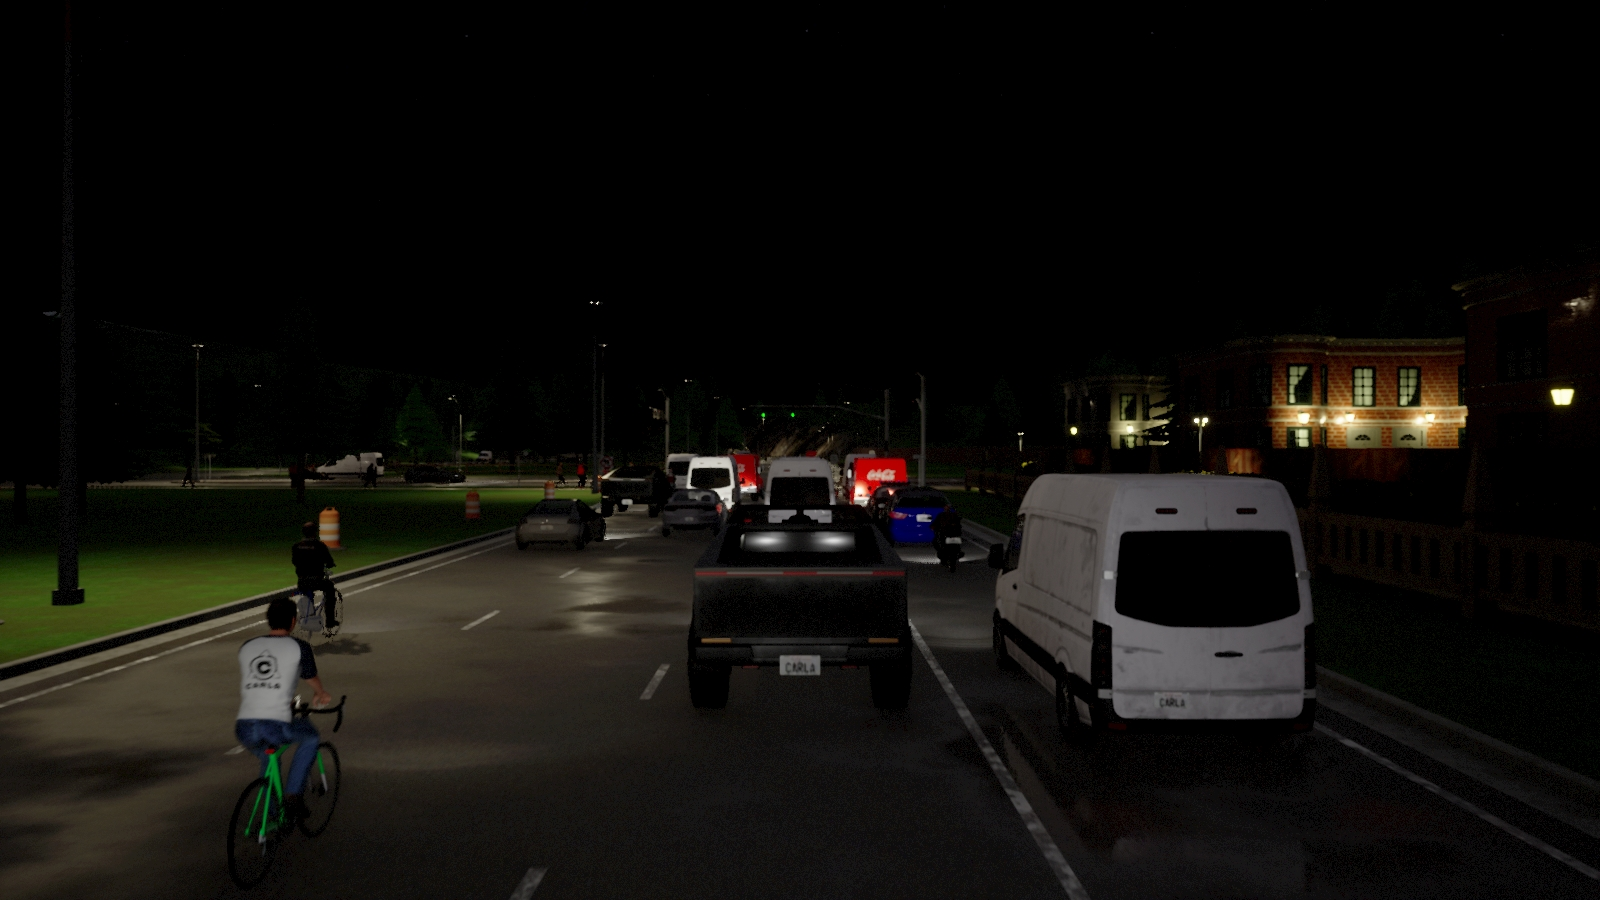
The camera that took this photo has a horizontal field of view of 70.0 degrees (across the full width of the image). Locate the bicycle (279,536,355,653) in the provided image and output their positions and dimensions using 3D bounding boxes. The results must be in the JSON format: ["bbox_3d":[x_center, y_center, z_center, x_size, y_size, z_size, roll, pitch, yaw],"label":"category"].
[{"bbox_3d":[-7.004,2.058,16.635,0.329,1.471,1.835,0,0,0],"label":"bicycle"}]

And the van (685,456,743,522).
[{"bbox_3d":[-3.504,1.529,47.472,1.988,2.561,5.915,0,0,0],"label":"van"}]

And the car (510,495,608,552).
[{"bbox_3d":[-6.999,2.115,33.645,1.994,1.385,4.181,0,0,0],"label":"car"}]

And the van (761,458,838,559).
[{"bbox_3d":[-0.003,1.532,32.511,1.988,2.561,5.915,0,0,0],"label":"van"}]

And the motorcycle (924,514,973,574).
[{"bbox_3d":[3.501,2.202,27.123,0.867,1.251,2.209,0,0,0],"label":"motorcycle"}]

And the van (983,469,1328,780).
[{"bbox_3d":[3.496,1.533,12.675,1.988,2.561,5.915,0,0,0],"label":"van"}]

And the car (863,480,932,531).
[{"bbox_3d":[3.501,1.978,42.122,2.097,1.638,5.238,0,0,0],"label":"car"}]

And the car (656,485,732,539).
[{"bbox_3d":[-3.494,2.030,38.562,2.097,1.535,5.006,0,0,0],"label":"car"}]

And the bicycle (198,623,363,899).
[{"bbox_3d":[-3.499,2.055,7.820,0.373,1.496,1.643,0,0,0],"label":"bicycle"}]

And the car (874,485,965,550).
[{"bbox_3d":[3.500,1.964,34.251,2.242,1.667,4.611,0,0,0],"label":"car"}]

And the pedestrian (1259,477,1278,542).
[{"bbox_3d":[13.386,1.693,32.652,0.375,1.860,0.375,0,0,0],"label":"pedestrian"}]

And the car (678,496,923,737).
[{"bbox_3d":[0.001,1.752,14.279,2.390,2.098,6.274,0,0,0],"label":"car"}]
